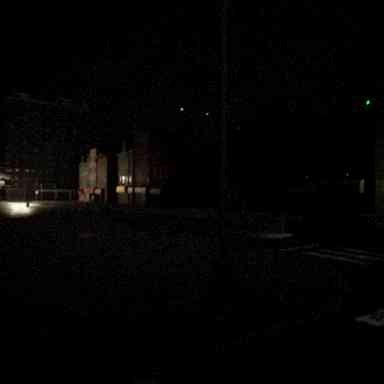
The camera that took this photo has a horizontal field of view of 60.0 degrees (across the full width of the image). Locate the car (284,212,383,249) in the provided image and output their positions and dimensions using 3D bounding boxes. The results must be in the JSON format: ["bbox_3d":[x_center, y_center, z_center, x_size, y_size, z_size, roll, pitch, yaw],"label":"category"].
[{"bbox_3d":[6.828,1.620,15.124,2.033,1.411,5.357,1,-1,-35],"label":"car"}]
